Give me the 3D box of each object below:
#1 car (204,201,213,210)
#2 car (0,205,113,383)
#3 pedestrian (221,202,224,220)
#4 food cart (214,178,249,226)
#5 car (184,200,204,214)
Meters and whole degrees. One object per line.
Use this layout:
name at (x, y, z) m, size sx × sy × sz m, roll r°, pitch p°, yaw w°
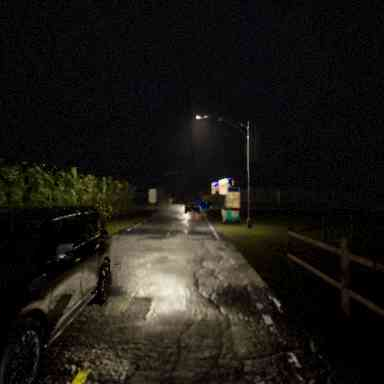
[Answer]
car at (1.293, 2.003, 51.521) m, size 1.882 × 1.535 × 5.008 m, roll -1°, pitch -1°, yaw 37°
car at (-2.850, 1.278, 5.363) m, size 2.150 × 2.045 × 5.566 m, roll 0°, pitch -1°, yaw 0°
pedestrian at (2.824, 1.602, 30.354) m, size 0.375 × 1.860 × 0.375 m, roll -1°, pitch 0°, yaw -3°
food cart at (3.150, 0.747, 27.530) m, size 2.280 × 3.560 × 4.660 m, roll 1°, pitch 0°, yaw 0°
car at (0.021, 1.902, 40.874) m, size 2.128 × 1.511 × 4.902 m, roll 0°, pitch -1°, yaw 0°
